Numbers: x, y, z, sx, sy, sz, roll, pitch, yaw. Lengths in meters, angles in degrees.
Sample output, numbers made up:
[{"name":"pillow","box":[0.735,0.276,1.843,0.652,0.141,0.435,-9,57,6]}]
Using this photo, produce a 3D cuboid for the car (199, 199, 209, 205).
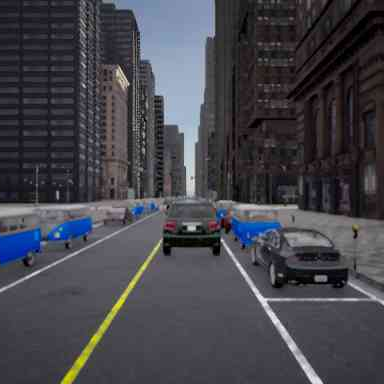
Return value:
[{"name":"car","box":[2.726,2.295,76.015,2.008,1.369,4.403,0,-1,0]}]

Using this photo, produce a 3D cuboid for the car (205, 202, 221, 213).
[{"name":"car","box":[2.741,2.001,43.366,1.802,1.307,4.206,0,-1,0]}]

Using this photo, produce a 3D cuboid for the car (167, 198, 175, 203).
[{"name":"car","box":[-5.807,2.482,92.923,1.947,1.339,4.313,0,-1,0]}]

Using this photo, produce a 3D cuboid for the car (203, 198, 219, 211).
[{"name":"car","box":[2.738,1.790,49.045,2.192,1.841,5.009,0,-1,0]}]

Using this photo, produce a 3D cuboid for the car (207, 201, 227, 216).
[{"name":"car","box":[2.744,1.803,37.689,1.967,1.590,4.097,0,-1,0]}]

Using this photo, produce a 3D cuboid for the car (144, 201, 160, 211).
[{"name":"car","box":[-5.787,1.998,48.859,1.752,1.417,4.829,0,-1,0]}]

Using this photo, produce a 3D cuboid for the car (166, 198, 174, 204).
[{"name":"car","box":[-5.805,2.298,87.284,1.967,1.590,4.097,0,-1,0]}]

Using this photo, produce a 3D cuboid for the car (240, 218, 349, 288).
[{"name":"car","box":[2.757,1.640,9.302,2.008,1.369,4.403,0,-1,0]}]

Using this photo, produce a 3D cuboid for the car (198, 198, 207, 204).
[{"name":"car","box":[2.721,2.409,87.296,2.008,1.369,4.403,0,-1,0]}]

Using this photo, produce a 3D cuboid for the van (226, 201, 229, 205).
[{"name":"van","box":[2.749,1.594,26.336,1.690,1.788,3.998,0,-1,0]}]

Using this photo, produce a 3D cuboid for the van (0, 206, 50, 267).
[{"name":"van","box":[-5.768,1.430,9.291,1.690,1.788,3.998,0,-1,0]}]

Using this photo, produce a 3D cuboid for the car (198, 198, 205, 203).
[{"name":"car","box":[2.718,2.461,92.936,1.887,1.381,4.507,0,-1,0]}]

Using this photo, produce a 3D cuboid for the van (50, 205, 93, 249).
[{"name":"van","box":[-5.771,1.484,14.968,1.690,1.788,3.998,0,-1,0]}]

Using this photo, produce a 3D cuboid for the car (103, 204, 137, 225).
[{"name":"car","box":[-5.776,1.834,26.320,1.802,1.307,4.206,0,-1,0]}]

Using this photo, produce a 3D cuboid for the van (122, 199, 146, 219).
[{"name":"van","box":[-5.779,1.649,32.000,1.690,1.788,3.998,0,-1,0]}]

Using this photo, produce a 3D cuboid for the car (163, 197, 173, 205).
[{"name":"car","box":[-5.802,2.116,81.644,2.192,1.841,5.009,0,-1,0]}]

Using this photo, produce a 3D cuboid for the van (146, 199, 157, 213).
[{"name":"van","box":[-5.784,1.760,43.354,1.690,1.788,3.998,0,-1,0]}]

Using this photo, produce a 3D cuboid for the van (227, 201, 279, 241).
[{"name":"van","box":[2.754,1.484,14.982,1.690,1.788,3.998,0,-1,0]}]

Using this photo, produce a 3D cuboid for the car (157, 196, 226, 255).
[{"name":"car","box":[-0.005,1.351,14.030,2.150,2.045,5.566,0,0,0]}]

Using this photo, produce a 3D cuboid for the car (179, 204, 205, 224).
[{"name":"car","box":[-0.012,1.826,28.986,2.033,1.411,5.357,0,-1,0]}]

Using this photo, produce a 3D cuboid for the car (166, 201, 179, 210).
[{"name":"car","box":[-3.026,2.111,52.624,1.895,1.301,4.718,0,-1,0]}]
